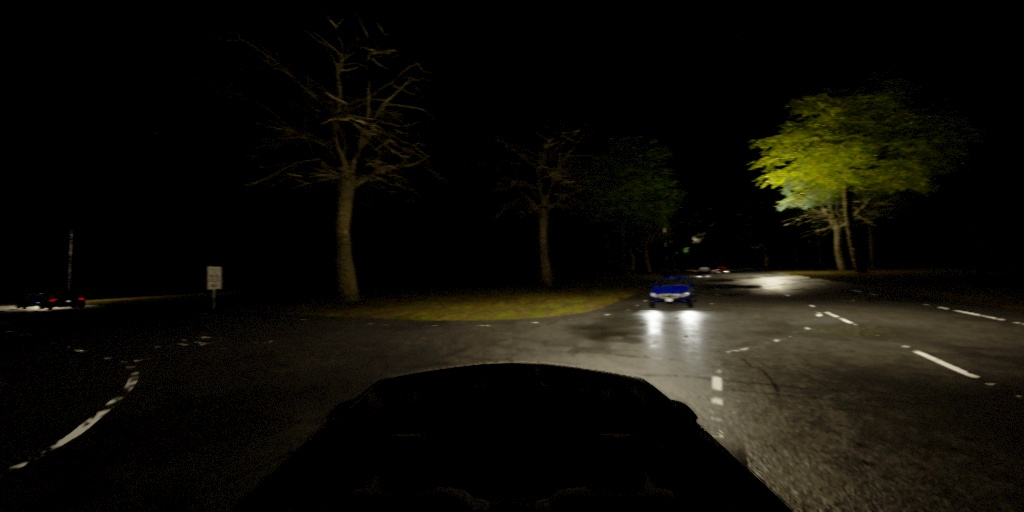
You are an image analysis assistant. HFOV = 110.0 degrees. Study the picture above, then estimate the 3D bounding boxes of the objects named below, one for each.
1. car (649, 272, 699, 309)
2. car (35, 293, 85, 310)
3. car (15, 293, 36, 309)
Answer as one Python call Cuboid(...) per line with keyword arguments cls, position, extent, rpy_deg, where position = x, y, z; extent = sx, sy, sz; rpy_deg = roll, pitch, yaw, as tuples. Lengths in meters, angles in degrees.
Cuboid(cls="car", position=(8.046, 1.712, 17.867), extent=(1.812, 1.442, 4.674), rpy_deg=(-4, -3, 29))
Cuboid(cls="car", position=(-38.438, 3.838, 30.645), extent=(4.181, 1.385, 1.994), rpy_deg=(-4, -4, 30))
Cuboid(cls="car", position=(-47.147, 4.418, 35.488), extent=(4.674, 1.442, 1.812), rpy_deg=(-4, -4, 29))
